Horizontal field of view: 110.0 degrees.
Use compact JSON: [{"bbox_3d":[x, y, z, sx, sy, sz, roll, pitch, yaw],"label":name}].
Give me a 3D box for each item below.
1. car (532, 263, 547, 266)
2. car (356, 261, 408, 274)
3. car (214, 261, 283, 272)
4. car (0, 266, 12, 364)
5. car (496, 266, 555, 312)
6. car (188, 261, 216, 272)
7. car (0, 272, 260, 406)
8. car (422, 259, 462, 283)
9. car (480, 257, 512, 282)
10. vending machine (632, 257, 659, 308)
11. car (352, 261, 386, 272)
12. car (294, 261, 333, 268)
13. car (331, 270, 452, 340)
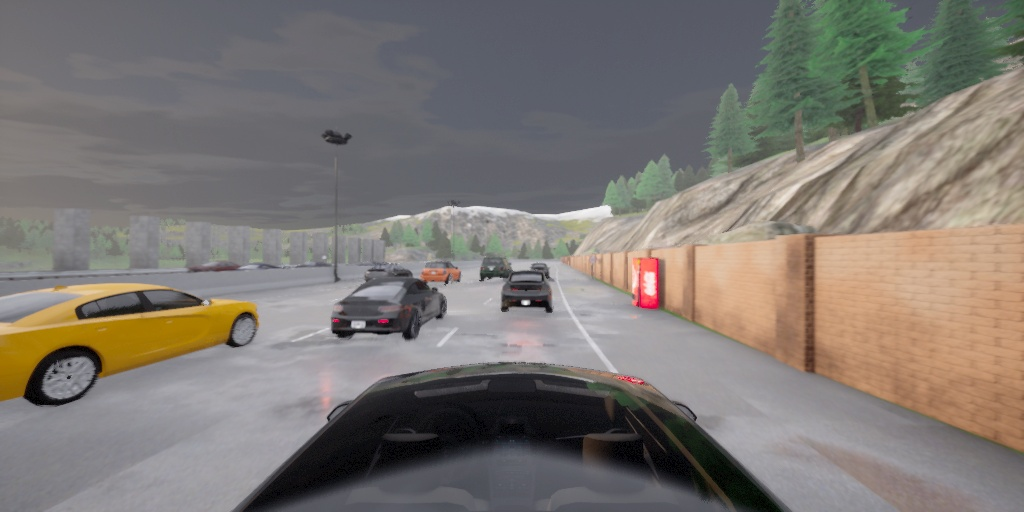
[{"bbox_3d":[2.672,1.432,34.715,1.837,1.490,4.892,0,0,7],"label":"car"},{"bbox_3d":[-8.827,1.308,26.035,2.128,1.511,4.902,0,0,6],"label":"car"},{"bbox_3d":[-19.456,1.285,27.206,1.812,1.442,4.674,0,0,6],"label":"car"},{"bbox_3d":[-10.329,1.054,4.363,2.097,1.767,4.553,0,0,1],"label":"car"},{"bbox_3d":[0.653,1.322,14.570,1.837,1.490,4.892,0,0,4],"label":"car"},{"bbox_3d":[-29.133,1.220,35.450,1.882,1.535,5.008,0,0,7],"label":"car"},{"bbox_3d":[-6.803,1.210,6.245,1.882,1.535,5.008,0,0,1],"label":"car"},{"bbox_3d":[-5.219,1.192,26.861,2.097,1.767,4.553,0,0,6],"label":"car"},{"bbox_3d":[-1.315,1.105,30.679,2.150,2.045,5.566,0,0,6],"label":"car"},{"bbox_3d":[5.549,1.042,14.939,1.100,2.100,0.880,0,0,5],"label":"vending machine"},{"bbox_3d":[-20.144,1.416,50.795,2.033,1.411,5.357,0,0,8],"label":"car"},{"bbox_3d":[-24.489,1.361,44.542,2.033,1.411,5.357,0,0,8],"label":"car"},{"bbox_3d":[-3.153,1.297,9.924,1.812,1.442,4.674,0,0,3],"label":"car"}]
